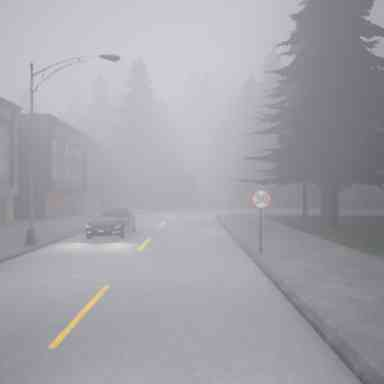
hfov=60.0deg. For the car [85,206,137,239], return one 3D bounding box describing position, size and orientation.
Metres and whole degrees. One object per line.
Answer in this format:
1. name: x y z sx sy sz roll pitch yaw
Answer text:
1. car: -4.107 1.526 17.450 1.837 1.490 4.892 0 0 0
